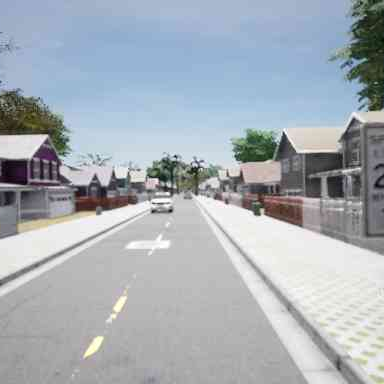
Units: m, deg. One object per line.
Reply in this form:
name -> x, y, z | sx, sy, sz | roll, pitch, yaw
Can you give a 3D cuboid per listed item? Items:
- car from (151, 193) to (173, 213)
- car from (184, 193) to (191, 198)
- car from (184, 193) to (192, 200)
car -> -3.202, 1.125, 36.310 | 2.150, 2.045, 5.566 | -1, 0, -1
car -> -1.138, 0.966, 92.618 | 1.837, 1.490, 4.892 | -1, 0, -1
car -> -1.012, 1.202, 82.614 | 1.994, 1.385, 4.181 | -1, 0, -1
